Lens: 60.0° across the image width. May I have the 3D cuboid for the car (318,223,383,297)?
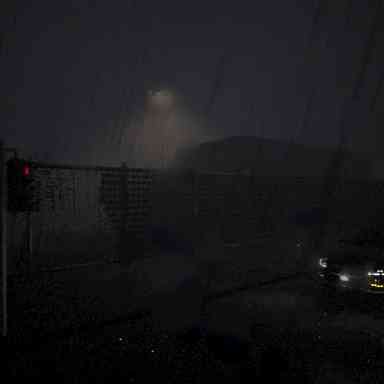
[{"bbox_3d":[5.176,1.589,8.568,4.892,1.490,1.837,0,-1,-37],"label":"car"}]
